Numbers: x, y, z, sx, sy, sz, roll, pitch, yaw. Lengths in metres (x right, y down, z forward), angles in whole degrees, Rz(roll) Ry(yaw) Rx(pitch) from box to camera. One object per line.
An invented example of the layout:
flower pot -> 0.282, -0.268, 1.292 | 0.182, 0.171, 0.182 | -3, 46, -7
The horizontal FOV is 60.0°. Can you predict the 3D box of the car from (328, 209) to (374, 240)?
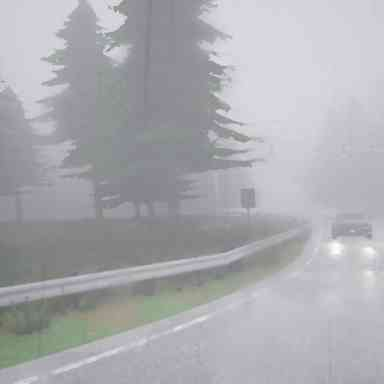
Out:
car -> 8.777, 1.726, 18.436 | 1.837, 1.490, 4.892 | -2, -2, 24
